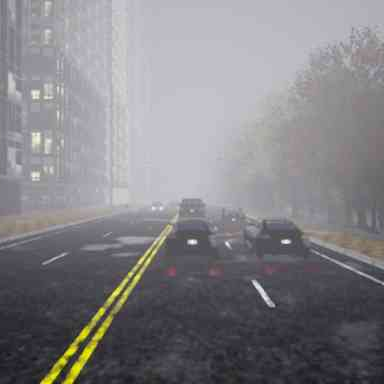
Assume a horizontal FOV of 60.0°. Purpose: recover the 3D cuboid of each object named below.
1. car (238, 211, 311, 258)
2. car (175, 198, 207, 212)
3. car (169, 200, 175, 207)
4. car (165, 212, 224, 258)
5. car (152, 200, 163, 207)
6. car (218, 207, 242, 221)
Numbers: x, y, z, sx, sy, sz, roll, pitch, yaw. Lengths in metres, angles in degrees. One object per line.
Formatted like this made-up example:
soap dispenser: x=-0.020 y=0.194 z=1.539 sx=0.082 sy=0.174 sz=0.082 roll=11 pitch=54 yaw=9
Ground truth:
car: x=3.270 y=1.705 z=13.486 sx=1.994 sy=1.385 sz=4.181 roll=0 pitch=-1 yaw=1
car: x=0.019 y=1.507 z=27.554 sx=2.150 sy=2.045 sz=5.566 roll=0 pitch=0 yaw=0
car: x=-3.422 y=2.180 z=64.675 sx=2.033 sy=1.411 sz=5.357 roll=0 pitch=-1 yaw=-1
car: x=0.025 y=1.704 z=13.432 sx=1.994 sy=1.385 sz=4.181 roll=0 pitch=-1 yaw=0
car: x=-6.674 y=2.237 z=64.978 sx=1.895 sy=1.301 sz=4.718 roll=0 pitch=-1 yaw=-1
car: x=3.275 y=1.890 z=28.230 sx=1.895 sy=1.301 sz=4.718 roll=0 pitch=-1 yaw=0
